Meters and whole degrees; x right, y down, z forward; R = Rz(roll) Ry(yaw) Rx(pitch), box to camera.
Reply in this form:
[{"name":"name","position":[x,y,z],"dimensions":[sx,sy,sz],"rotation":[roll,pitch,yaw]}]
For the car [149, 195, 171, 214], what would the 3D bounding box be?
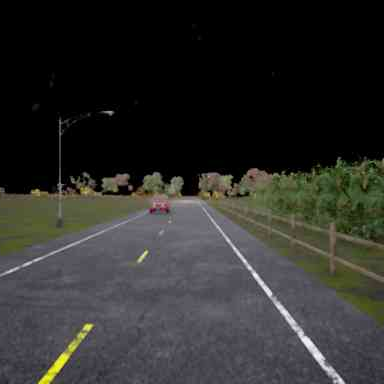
[{"name":"car","position":[-3.610,1.400,38.423],"dimensions":[2.150,2.045,5.566],"rotation":[0,0,0]}]
